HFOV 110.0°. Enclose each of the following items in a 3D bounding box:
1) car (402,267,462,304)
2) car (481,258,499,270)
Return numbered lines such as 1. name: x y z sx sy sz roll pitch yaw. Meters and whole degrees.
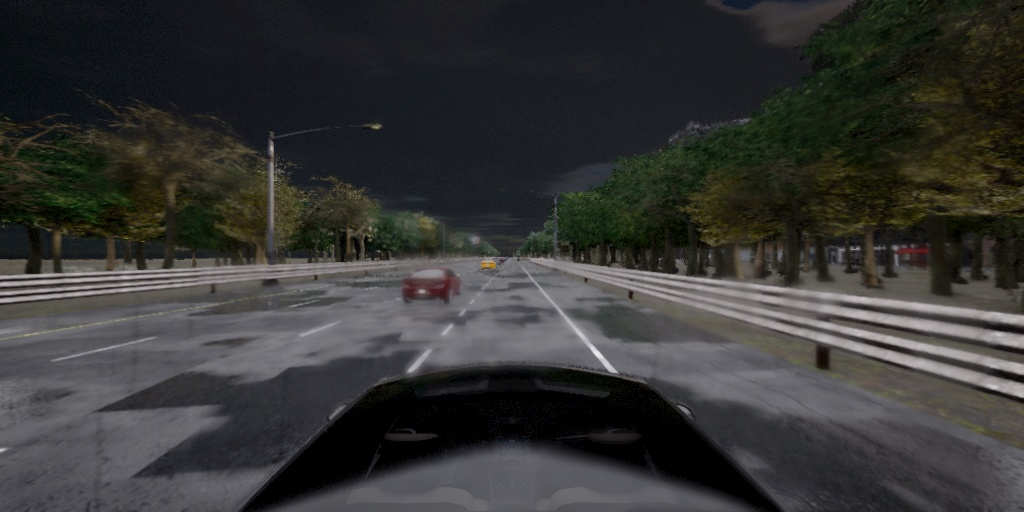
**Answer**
1. car: -3.497 1.236 16.422 1.882 1.535 5.008 0 0 0
2. car: -3.400 1.258 52.517 1.882 1.535 5.008 0 0 0
